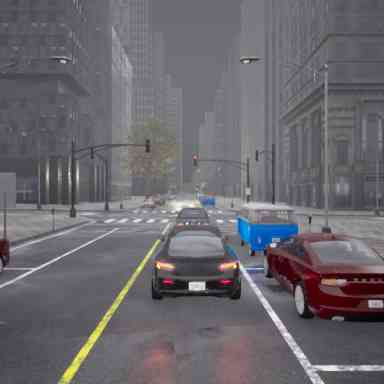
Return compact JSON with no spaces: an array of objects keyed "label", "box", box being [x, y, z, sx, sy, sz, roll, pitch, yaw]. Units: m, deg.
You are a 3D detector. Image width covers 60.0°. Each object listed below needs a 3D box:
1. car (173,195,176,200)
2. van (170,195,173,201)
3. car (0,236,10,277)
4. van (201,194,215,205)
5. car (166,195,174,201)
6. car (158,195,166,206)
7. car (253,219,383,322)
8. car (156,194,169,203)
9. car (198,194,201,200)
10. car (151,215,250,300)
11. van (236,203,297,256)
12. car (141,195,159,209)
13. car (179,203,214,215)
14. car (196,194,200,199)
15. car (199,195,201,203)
[{"label":"car","box":[-6.042,1.638,87.622,1.947,1.339,4.313,0,0,0]},{"label":"van","box":[-6.007,1.397,77.045,1.690,1.788,3.998,0,0,0]},{"label":"car","box":[-5.799,1.545,7.216,1.887,1.381,4.507,0,0,0]},{"label":"van","box":[2.603,1.366,50.735,1.690,1.788,3.998,0,0,0]},{"label":"car","box":[-6.058,1.605,92.742,1.752,1.417,4.829,0,0,0]},{"label":"car","box":[-5.939,1.575,55.889,1.887,1.381,4.507,0,0,0]},{"label":"car","box":[2.756,1.545,7.225,1.887,1.381,4.507,0,0,0]},{"label":"car","box":[-5.956,1.351,61.179,2.192,1.841,5.009,0,0,0]},{"label":"car","box":[2.567,1.581,61.561,1.887,1.381,4.507,0,0,0]},{"label":"car","box":[0.081,1.527,8.277,1.812,1.442,4.674,0,0,0]},{"label":"van","box":[2.739,1.343,12.750,1.690,1.788,3.998,0,0,0]},{"label":"car","box":[-5.911,1.546,45.139,1.752,1.417,4.829,0,0,0]},{"label":"car","box":[0.044,1.551,17.866,2.033,1.411,5.357,0,0,0]},{"label":"car","box":[2.533,1.600,72.387,2.008,1.369,4.403,0,0,0]},{"label":"car","box":[2.585,1.596,56.147,1.947,1.339,4.313,0,0,0]}]
